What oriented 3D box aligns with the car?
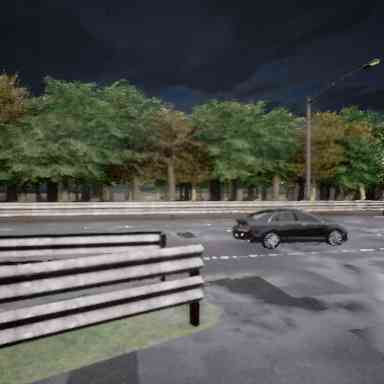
[{"bbox_3d":[4.119,1.470,13.875,4.892,1.490,1.837,0,0,-15],"label":"car"}]
